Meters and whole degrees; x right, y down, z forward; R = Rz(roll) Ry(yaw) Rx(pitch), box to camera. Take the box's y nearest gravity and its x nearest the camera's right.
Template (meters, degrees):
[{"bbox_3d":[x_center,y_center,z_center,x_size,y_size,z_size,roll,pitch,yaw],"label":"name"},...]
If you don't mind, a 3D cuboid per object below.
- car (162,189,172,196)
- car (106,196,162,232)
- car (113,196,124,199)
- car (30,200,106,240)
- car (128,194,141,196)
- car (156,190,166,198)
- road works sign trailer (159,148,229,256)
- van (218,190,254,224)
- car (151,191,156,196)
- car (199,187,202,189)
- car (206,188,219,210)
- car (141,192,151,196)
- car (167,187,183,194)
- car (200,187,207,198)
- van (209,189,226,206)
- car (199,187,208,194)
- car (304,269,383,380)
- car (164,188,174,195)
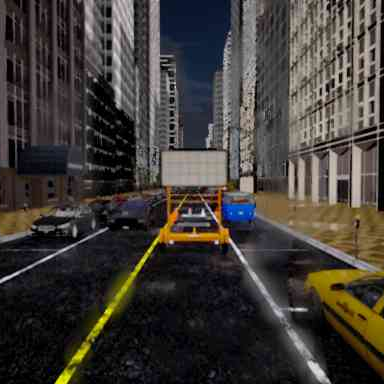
[{"bbox_3d":[-5.370,0.141,71.849,1.802,1.307,4.206,-1,1,0],"label":"car"},{"bbox_3d":[-3.022,1.187,17.882,2.033,1.411,5.357,0,1,0],"label":"car"},{"bbox_3d":[-5.605,1.150,20.707,1.947,1.339,4.313,-1,1,0],"label":"car"},{"bbox_3d":[-5.632,1.249,15.024,2.008,1.369,4.403,-1,1,0],"label":"car"},{"bbox_3d":[-5.579,1.015,26.389,1.887,1.381,4.507,-1,1,0],"label":"car"},{"bbox_3d":[-5.475,0.566,49.119,2.008,1.369,4.403,-1,1,0],"label":"car"},{"bbox_3d":[0.081,0.220,12.035,2.380,3.560,2.880,0,1,1],"label":"road works sign trailer"},{"bbox_3d":[2.773,0.924,20.664,1.690,1.788,3.998,-1,1,0],"label":"van"},{"bbox_3d":[-5.527,0.825,37.754,1.802,1.307,4.206,-1,1,0],"label":"car"},{"bbox_3d":[3.060,-0.356,83.170,2.192,1.841,5.009,-1,1,0],"label":"car"},{"bbox_3d":[2.825,0.670,32.028,2.192,1.841,5.009,-1,1,0],"label":"car"},{"bbox_3d":[-5.554,0.908,32.071,2.008,1.369,4.403,-1,1,0],"label":"car"},{"bbox_3d":[-2.733,-0.335,58.581,2.150,2.045,5.566,0,1,0],"label":"car"},{"bbox_3d":[2.958,0.336,60.444,2.008,1.369,4.403,-1,1,0],"label":"car"},{"bbox_3d":[2.851,0.582,37.711,1.690,1.788,3.998,-1,1,0],"label":"van"},{"bbox_3d":[3.087,-0.470,88.853,2.192,1.841,5.009,-1,1,0],"label":"car"},{"bbox_3d":[2.697,1.446,3.790,1.752,1.417,4.829,-1,1,0],"label":"car"},{"bbox_3d":[-5.345,-0.115,77.528,1.967,1.590,4.097,-1,1,0],"label":"car"}]
